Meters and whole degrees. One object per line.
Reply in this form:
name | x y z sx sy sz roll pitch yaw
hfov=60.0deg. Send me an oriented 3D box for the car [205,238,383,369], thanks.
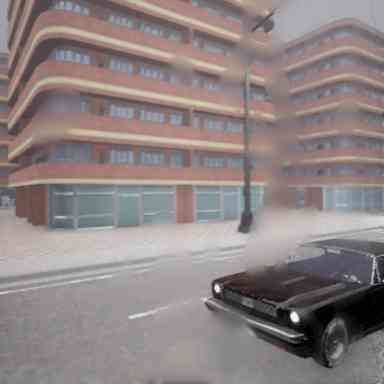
car | 2.553 1.570 5.809 4.718 1.301 1.895 0 0 -35
